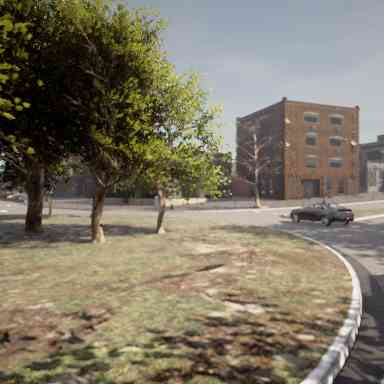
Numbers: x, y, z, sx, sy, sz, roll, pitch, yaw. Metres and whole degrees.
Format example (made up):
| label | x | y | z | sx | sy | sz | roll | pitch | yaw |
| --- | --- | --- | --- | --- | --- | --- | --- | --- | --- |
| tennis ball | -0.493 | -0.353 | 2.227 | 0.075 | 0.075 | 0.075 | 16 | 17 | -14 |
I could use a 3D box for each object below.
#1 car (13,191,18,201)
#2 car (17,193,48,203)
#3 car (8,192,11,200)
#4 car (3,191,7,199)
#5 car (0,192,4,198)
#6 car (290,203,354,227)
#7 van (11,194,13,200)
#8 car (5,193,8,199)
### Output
| label | x | y | z | sx | sy | sz | roll | pitch | yaw |
| --- | --- | --- | --- | --- | --- | --- | --- | --- | --- |
| car | -32.680 | 1.169 | 66.865 | 4.553 | 1.767 | 2.185 | 0 | 0 | -36 |
| car | -29.564 | 1.365 | 62.412 | 4.792 | 1.488 | 2.163 | 0 | 0 | -36 |
| car | -37.540 | 1.074 | 73.646 | 4.553 | 1.767 | 2.185 | 0 | 1 | -36 |
| car | -40.799 | 1.127 | 78.151 | 4.892 | 1.521 | 2.231 | 0 | 1 | -36 |
| car | -42.396 | 0.838 | 80.420 | 5.566 | 2.045 | 2.435 | 0 | 1 | -36 |
| car | 8.917 | 1.496 | 23.252 | 2.128 | 1.511 | 4.902 | 0 | 0 | -23 |
| van | -34.493 | 1.041 | 69.141 | 4.442 | 1.987 | 1.878 | 0 | 1 | -36 |
| car | -39.262 | 1.161 | 75.987 | 5.008 | 1.535 | 2.097 | 0 | 1 | -36 |
